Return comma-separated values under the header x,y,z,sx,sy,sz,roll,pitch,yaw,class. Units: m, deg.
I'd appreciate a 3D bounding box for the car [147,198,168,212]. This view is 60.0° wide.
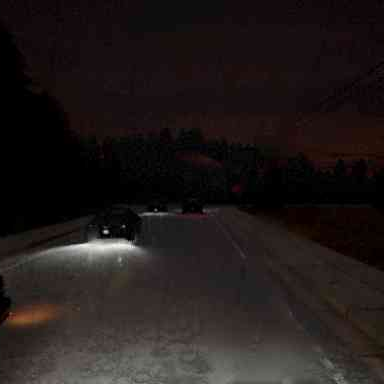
x,y,z,sx,sy,sz,roll,pitch,yaw,class
-3.502,1.312,34.861,2.033,1.411,5.357,0,0,0,car

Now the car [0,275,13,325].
x,y,z,sx,sy,sz,roll,pitch,yaw,class
-3.600,1.529,2.618,2.033,1.411,5.357,0,0,0,car

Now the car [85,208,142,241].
x,y,z,sx,sy,sz,roll,pitch,yaw,class
-3.594,1.457,15.845,1.994,1.385,4.181,0,0,0,car

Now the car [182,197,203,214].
x,y,z,sx,sy,sz,roll,pitch,yaw,class
0.060,1.263,31.765,1.882,1.535,5.008,0,0,0,car
